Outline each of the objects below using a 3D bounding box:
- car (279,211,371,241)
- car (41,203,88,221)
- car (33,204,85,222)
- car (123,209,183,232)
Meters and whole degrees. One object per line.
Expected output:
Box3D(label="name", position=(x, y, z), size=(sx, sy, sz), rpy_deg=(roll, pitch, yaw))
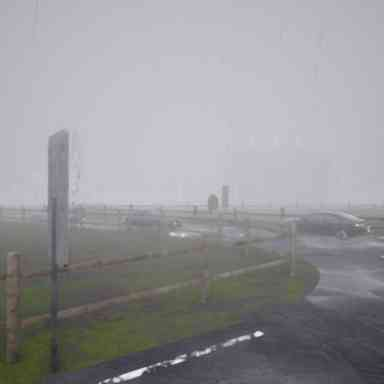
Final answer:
Box3D(label="car", position=(7.055, 1.756, 18.073), size=(4.674, 1.442, 1.812), rpy_deg=(-1, 0, 42))
Box3D(label="car", position=(-12.637, 1.916, 32.823), size=(4.892, 1.490, 1.837), rpy_deg=(0, -1, 34))
Box3D(label="car", position=(-11.505, 1.972, 28.606), size=(4.718, 1.301, 1.895), rpy_deg=(-1, -1, 34))
Box3D(label="car", position=(-2.662, 1.856, 22.294), size=(4.181, 1.385, 1.994), rpy_deg=(-1, -1, 36))
